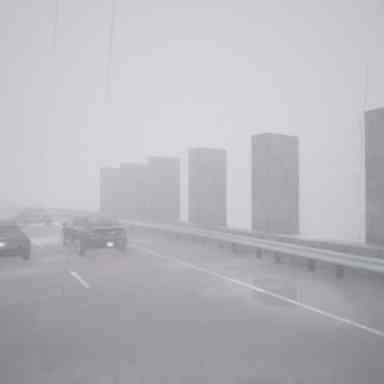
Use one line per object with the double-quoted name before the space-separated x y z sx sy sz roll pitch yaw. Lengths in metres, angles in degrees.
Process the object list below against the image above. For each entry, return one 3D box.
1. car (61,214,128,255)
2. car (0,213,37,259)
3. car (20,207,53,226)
"car" -4.321 1.704 14.388 1.837 1.490 4.892 1 -1 -32
"car" -7.427 1.736 12.747 1.994 1.385 4.181 1 -1 -32
"car" -12.383 1.897 25.972 2.033 1.411 5.357 1 -1 -37
